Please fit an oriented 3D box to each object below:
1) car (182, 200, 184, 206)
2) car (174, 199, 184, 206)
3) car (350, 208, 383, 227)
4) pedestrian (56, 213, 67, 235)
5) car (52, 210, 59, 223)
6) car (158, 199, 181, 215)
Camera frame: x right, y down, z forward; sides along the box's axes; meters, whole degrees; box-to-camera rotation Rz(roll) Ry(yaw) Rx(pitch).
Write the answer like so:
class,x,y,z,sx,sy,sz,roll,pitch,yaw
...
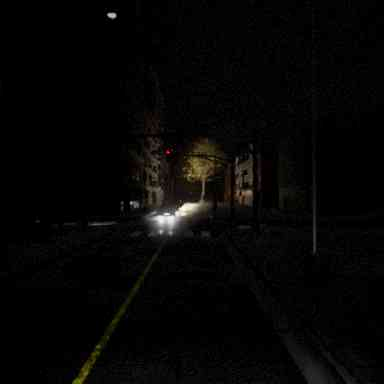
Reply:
class,x,y,z,sx,sy,sz,roll,pitch,yaw
car,-2.728,2.074,57.066,1.994,1.385,4.181,0,0,1
car,-2.644,2.110,67.605,1.837,1.490,4.892,0,-1,0
car,13.927,1.824,23.759,4.829,1.417,1.752,0,-1,0
pedestrian,-6.906,1.687,17.619,0.500,1.100,0.500,0,-1,0
car,-12.338,1.515,24.639,4.553,1.767,2.097,0,-1,0
car,-2.785,1.842,38.671,2.128,1.511,4.902,0,0,0
